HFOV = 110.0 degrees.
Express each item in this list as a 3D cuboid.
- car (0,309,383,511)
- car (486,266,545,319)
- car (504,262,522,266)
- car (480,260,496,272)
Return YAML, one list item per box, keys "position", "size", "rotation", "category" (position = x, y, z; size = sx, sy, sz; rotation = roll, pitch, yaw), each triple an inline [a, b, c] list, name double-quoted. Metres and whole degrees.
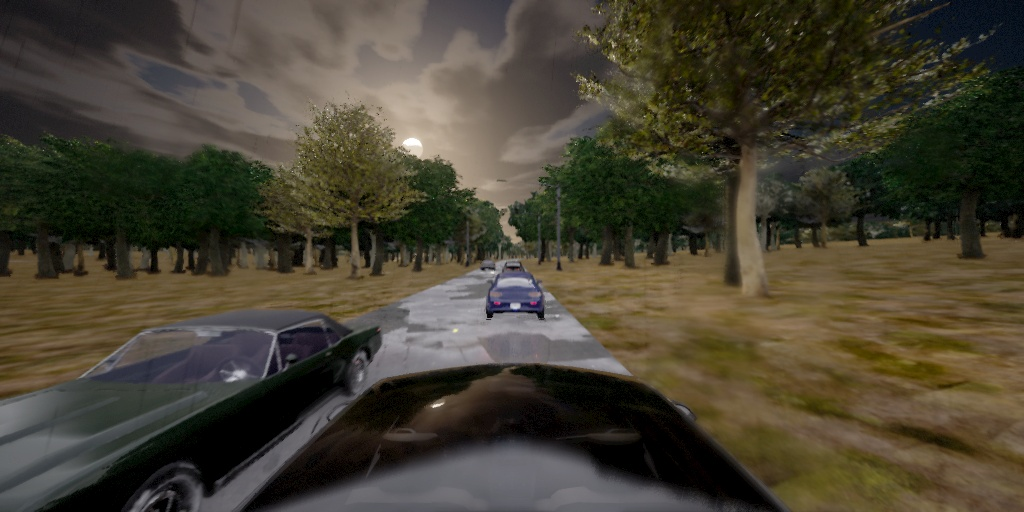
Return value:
- position: [-3.100, 1.347, 3.798]
  size: [1.895, 1.301, 4.718]
  rotation: [0, 0, 0]
  category: "car"
- position: [0.099, 1.256, 12.530]
  size: [1.812, 1.442, 4.674]
  rotation: [0, 0, 0]
  category: "car"
- position: [0.102, 1.210, 29.978]
  size: [1.837, 1.490, 4.892]
  rotation: [0, 0, 0]
  category: "car"
- position: [-3.074, 1.244, 46.580]
  size: [2.033, 1.411, 5.357]
  rotation: [0, 0, 0]
  category: "car"
